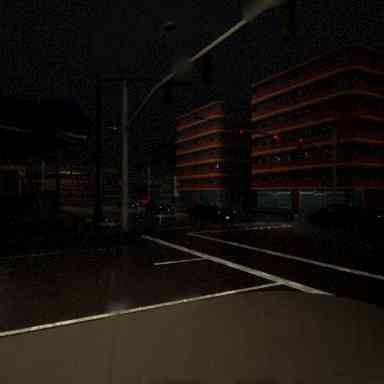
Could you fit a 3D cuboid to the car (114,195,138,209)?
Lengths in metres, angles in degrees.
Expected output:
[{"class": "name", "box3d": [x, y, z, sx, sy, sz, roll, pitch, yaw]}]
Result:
[{"class": "car", "box3d": [-8.694, 1.505, 44.165, 1.837, 1.490, 4.892, 0, 0, -31]}]

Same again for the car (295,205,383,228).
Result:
[{"class": "car", "box3d": [9.647, 1.547, 22.080, 5.357, 1.411, 2.033, 0, 0, 18]}]

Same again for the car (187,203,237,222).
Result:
[{"class": "car", "box3d": [1.543, 1.601, 26.803, 1.895, 1.301, 4.718, 0, 0, -31]}]

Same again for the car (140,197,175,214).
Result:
[{"class": "car", "box3d": [-3.556, 1.526, 35.445, 1.812, 1.442, 4.674, 0, 0, -30]}]
